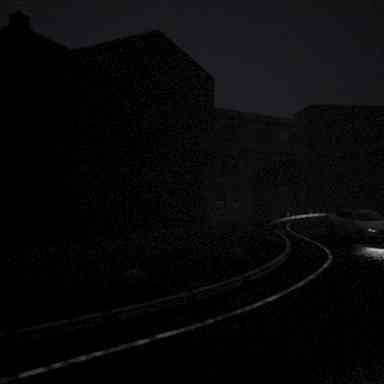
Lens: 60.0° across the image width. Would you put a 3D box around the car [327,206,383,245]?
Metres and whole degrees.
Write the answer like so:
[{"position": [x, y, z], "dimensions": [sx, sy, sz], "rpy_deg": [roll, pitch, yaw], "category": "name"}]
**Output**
[{"position": [8.161, 1.557, 15.992], "dimensions": [1.812, 1.442, 4.674], "rpy_deg": [0, 1, -2], "category": "car"}]
